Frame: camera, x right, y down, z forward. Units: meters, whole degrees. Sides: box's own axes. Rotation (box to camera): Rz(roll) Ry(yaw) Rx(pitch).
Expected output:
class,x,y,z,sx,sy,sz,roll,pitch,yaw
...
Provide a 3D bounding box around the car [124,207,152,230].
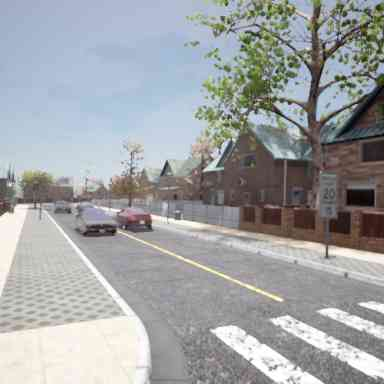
class,x,y,z,sx,sy,sz,roll,pitch,yaw
car,-4.180,1.790,23.277,1.812,1.442,4.674,2,-1,-26

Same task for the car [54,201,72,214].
class,x,y,z,sx,sy,sz,roll,pitch,yaw
car,-16.275,1.909,41.809,1.837,1.490,4.892,2,-2,-25

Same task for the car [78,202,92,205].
class,x,y,z,sx,sy,sz,roll,pitch,yaw
car,-14.211,2.030,44.115,2.033,1.411,5.357,2,-1,-26

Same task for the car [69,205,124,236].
class,x,y,z,sx,sy,sz,roll,pitch,yaw
car,-5.903,1.721,20.055,2.033,1.411,5.357,2,-1,-26
